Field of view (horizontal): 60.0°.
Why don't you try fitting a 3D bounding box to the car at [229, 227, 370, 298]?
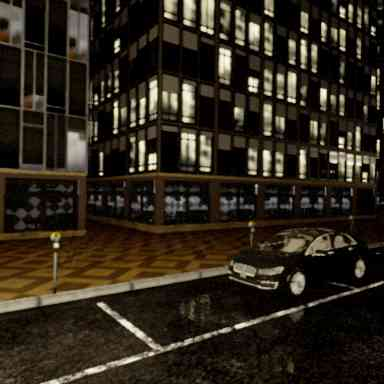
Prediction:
[{"bbox_3d":[2.916,1.632,8.632,4.403,1.369,2.008,1,0,-35],"label":"car"}]
